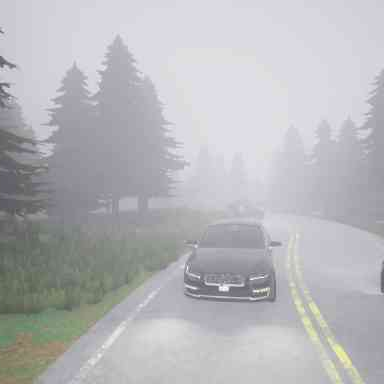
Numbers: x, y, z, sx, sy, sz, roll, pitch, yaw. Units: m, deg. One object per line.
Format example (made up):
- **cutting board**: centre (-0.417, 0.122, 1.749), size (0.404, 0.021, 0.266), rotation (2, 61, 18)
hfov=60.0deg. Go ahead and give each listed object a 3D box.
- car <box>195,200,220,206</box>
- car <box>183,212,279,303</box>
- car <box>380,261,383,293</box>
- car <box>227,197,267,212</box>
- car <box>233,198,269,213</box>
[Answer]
- **car**: centre (1.991, 1.798, 44.873), size (1.812, 1.442, 4.674), rotation (3, -5, -35)
- **car**: centre (1.105, 1.496, 8.427), size (1.837, 1.490, 4.892), rotation (-1, 0, 13)
- **car**: centre (4.501, 1.308, 4.651), size (2.097, 1.767, 4.553), rotation (-1, 0, 9)
- **car**: centre (4.176, 1.214, 26.464), size (2.097, 1.767, 4.553), rotation (0, 1, -6)
- **car**: centre (6.260, 1.409, 35.741), size (1.837, 1.490, 4.892), rotation (2, -1, -15)
